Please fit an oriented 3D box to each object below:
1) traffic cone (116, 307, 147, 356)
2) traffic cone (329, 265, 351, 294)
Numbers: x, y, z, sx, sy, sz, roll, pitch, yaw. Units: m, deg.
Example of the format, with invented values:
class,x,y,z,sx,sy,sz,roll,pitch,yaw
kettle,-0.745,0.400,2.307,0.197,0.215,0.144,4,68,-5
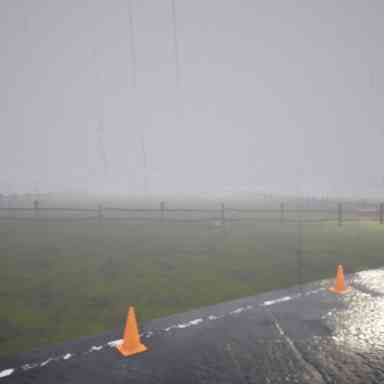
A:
class,x,y,z,sx,sy,sz,roll,pitch,yaw
traffic cone,-0.862,1.941,4.754,0.340,0.580,0.340,0,0,-34
traffic cone,3.372,1.950,7.560,0.340,0.580,0.340,0,0,-33
